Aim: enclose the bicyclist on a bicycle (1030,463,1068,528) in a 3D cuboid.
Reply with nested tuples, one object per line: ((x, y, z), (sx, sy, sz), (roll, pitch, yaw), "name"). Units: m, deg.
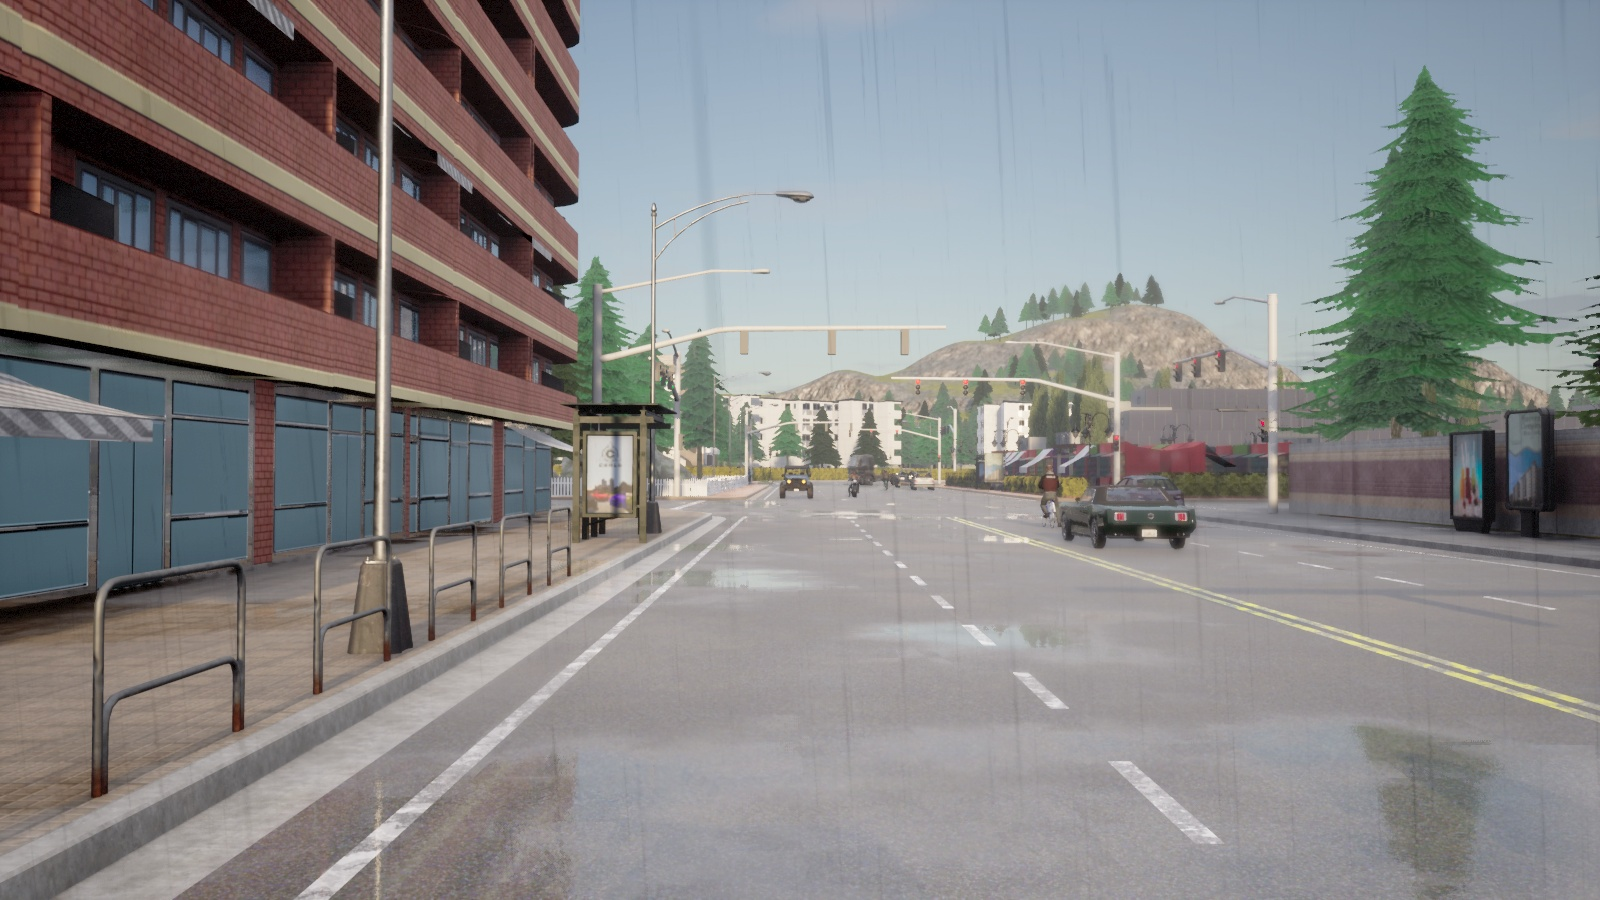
((6.908, 1.242, 34.922), (0.659, 1.776, 1.843), (0, -1, 0), "bicyclist on a bicycle")

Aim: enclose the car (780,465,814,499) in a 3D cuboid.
((-0.188, 1.817, 72.000), (1.905, 1.878, 3.866), (0, -1, 0), "car")

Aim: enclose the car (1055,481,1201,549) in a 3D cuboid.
((6.929, 1.340, 27.048), (1.895, 1.301, 4.718), (0, -1, 0), "car")

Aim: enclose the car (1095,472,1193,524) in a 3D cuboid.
((10.400, 1.428, 38.265), (1.816, 1.474, 4.193), (0, -1, 0), "car")
